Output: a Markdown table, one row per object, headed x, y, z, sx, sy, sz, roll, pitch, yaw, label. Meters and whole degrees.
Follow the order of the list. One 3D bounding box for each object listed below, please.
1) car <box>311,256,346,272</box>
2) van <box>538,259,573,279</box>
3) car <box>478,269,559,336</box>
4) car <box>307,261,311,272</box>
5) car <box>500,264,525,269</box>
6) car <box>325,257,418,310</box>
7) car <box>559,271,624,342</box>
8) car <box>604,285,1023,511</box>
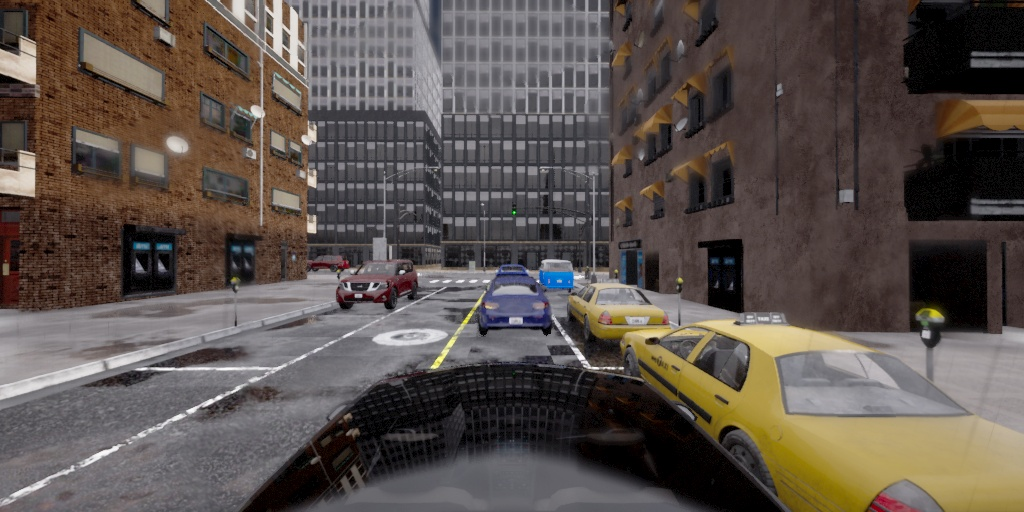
| x | y | z | sx | sy | sz | roll | pitch | yaw | label |
| --- | --- | --- | --- | --- | --- | --- | --- | --- | --- |
| -21.088 | 0.874 | 40.546 | 5.009 | 1.841 | 2.192 | 0 | 0 | -1 | car |
| 2.472 | 1.102 | 20.715 | 1.690 | 1.789 | 3.998 | 0 | 0 | 0 | van |
| 0.061 | 1.280 | 10.344 | 1.812 | 1.442 | 4.674 | 0 | 0 | -1 | car |
| -21.001 | 1.093 | 32.407 | 4.207 | 1.307 | 1.802 | 0 | 0 | 0 | car |
| 0.007 | 1.239 | 21.549 | 1.882 | 1.535 | 5.008 | 0 | 0 | 0 | car |
| -5.377 | 1.072 | 15.032 | 2.192 | 1.841 | 5.009 | 0 | 0 | 0 | car |
| 2.534 | 1.279 | 9.605 | 1.751 | 1.417 | 4.829 | 0 | 0 | 0 | car |
| 2.565 | 1.276 | 3.965 | 1.751 | 1.417 | 4.829 | 0 | 0 | 0 | car |
